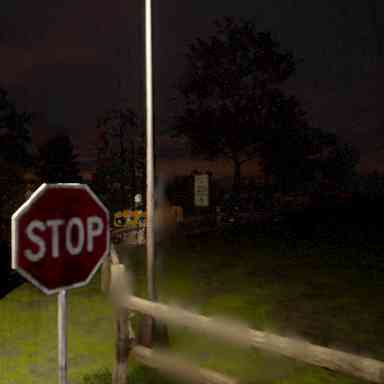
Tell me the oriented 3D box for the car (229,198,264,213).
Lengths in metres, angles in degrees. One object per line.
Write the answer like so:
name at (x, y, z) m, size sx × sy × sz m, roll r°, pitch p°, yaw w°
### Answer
car at (5.162, 1.216, 31.331) m, size 1.994 × 1.385 × 4.181 m, roll -1°, pitch 0°, yaw 37°

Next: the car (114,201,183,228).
car at (-2.627, 1.358, 20.830) m, size 1.882 × 1.535 × 5.008 m, roll -1°, pitch 1°, yaw 37°

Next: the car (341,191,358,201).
car at (25.253, 0.625, 53.492) m, size 1.837 × 1.490 × 4.892 m, roll -1°, pitch 0°, yaw 36°

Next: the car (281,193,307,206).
car at (12.826, 0.910, 41.621) m, size 1.882 × 1.535 × 5.008 m, roll -1°, pitch 1°, yaw 37°
